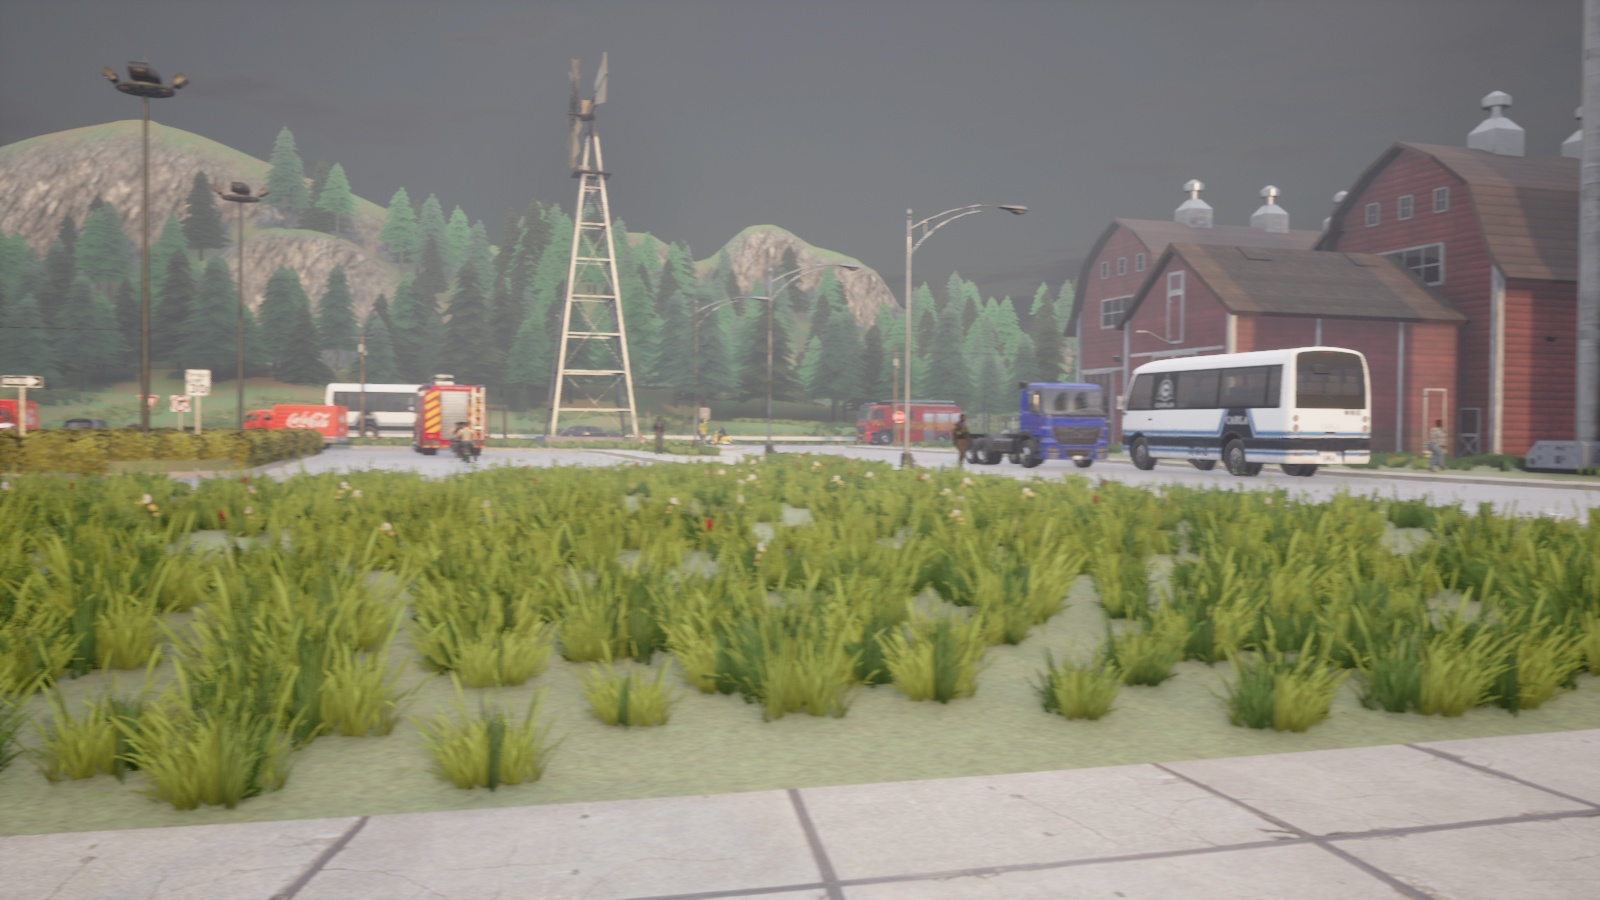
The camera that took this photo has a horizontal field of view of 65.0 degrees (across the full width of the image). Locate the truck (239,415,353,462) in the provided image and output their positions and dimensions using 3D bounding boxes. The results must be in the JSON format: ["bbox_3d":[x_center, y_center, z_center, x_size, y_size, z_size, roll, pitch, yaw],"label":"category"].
[{"bbox_3d":[-27.689,-0.670,69.186,5.204,2.467,2.627,-1,1,-4],"label":"truck"}]

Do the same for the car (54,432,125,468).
[{"bbox_3d":[-35.228,-0.036,62.422,2.033,1.649,4.856,-1,1,-17],"label":"car"}]

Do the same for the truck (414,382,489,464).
[{"bbox_3d":[-17.548,-1.347,62.784,2.891,3.827,8.468,-1,1,-20],"label":"truck"}]

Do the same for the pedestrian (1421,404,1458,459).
[{"bbox_3d":[22.073,-0.637,43.348,0.874,1.855,0.900,-2,1,-41],"label":"pedestrian"}]

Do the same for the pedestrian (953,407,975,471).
[{"bbox_3d":[4.981,-0.328,38.146,0.395,1.930,0.692,-1,1,-18],"label":"pedestrian"}]

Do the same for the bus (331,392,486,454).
[{"bbox_3d":[-27.788,-1.943,89.543,10.273,4.253,3.944,-1,1,-16],"label":"bus"}]

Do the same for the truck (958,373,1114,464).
[{"bbox_3d":[9.527,-1.276,51.727,2.891,3.462,7.936,-1,1,-17],"label":"truck"}]

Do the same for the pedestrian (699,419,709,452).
[{"bbox_3d":[-5.443,-0.828,71.149,0.354,1.836,0.706,-1,1,-24],"label":"pedestrian"}]

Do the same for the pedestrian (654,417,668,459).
[{"bbox_3d":[-6.357,-0.560,57.500,0.402,1.930,0.666,-1,1,-24],"label":"pedestrian"}]

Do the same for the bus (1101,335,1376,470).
[{"bbox_3d":[15.280,-1.613,45.067,3.944,4.253,10.273,-1,1,-17],"label":"bus"}]

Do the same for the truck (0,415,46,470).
[{"bbox_3d":[-38.046,-0.367,59.615,2.627,2.467,5.204,-1,1,-17],"label":"truck"}]

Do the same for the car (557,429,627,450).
[{"bbox_3d":[-15.444,-0.777,93.200,4.892,1.490,1.837,-1,1,-16],"label":"car"}]
